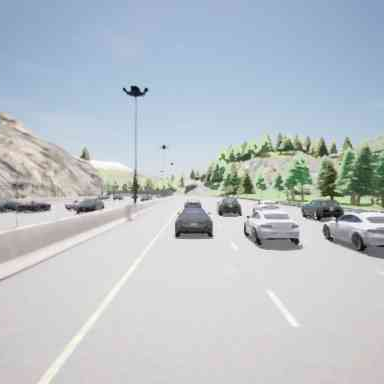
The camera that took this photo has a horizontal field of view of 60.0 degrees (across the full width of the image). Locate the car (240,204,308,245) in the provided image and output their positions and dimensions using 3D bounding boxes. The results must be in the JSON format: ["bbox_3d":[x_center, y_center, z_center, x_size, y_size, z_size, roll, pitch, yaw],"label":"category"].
[{"bbox_3d":[3.597,1.527,15.528,1.812,1.442,4.674,0,0,0],"label":"car"}]

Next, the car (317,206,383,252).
[{"bbox_3d":[7.098,1.527,13.785,1.812,1.442,4.674,0,0,0],"label":"car"}]

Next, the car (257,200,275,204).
[{"bbox_3d":[7.096,1.527,31.901,1.812,1.442,4.674,0,0,0],"label":"car"}]

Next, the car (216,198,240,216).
[{"bbox_3d":[3.597,1.354,32.961,2.097,1.767,4.553,0,0,0],"label":"car"}]

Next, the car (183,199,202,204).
[{"bbox_3d":[0.097,1.493,35.922,2.128,1.511,4.902,0,0,0],"label":"car"}]

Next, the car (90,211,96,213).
[{"bbox_3d":[-10.598,1.479,35.027,1.882,1.535,5.008,0,0,0],"label":"car"}]

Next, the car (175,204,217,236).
[{"bbox_3d":[0.097,1.565,18.341,1.994,1.385,4.181,0,0,0],"label":"car"}]

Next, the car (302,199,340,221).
[{"bbox_3d":[10.596,1.354,27.372,2.097,1.767,4.553,0,0,0],"label":"car"}]
